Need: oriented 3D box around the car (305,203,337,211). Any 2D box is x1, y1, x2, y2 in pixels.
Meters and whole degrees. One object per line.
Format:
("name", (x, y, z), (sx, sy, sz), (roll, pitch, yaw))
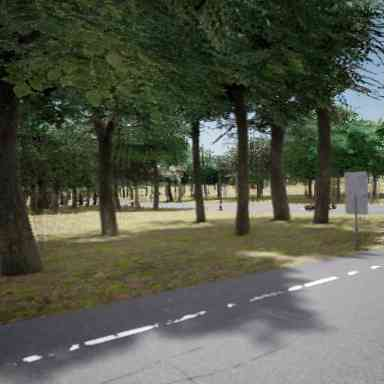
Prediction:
("car", (20.794, 2.395, 53.907), (1.895, 1.301, 4.718), (-4, 1, -36))
